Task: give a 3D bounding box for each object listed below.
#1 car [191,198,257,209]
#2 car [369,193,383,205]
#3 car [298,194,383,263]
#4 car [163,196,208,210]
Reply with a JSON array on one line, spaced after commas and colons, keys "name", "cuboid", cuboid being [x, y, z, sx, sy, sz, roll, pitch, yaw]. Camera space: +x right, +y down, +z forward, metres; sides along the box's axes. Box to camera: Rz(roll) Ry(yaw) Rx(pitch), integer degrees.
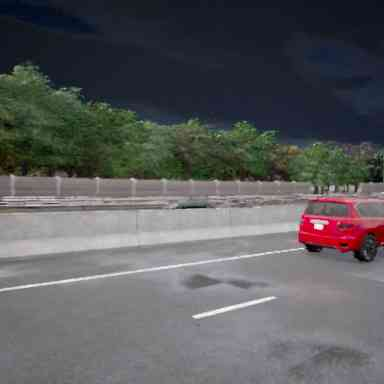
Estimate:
[{"name": "car", "cuboid": [2.652, 1.370, 22.625, 4.892, 1.490, 1.837, 1, 0, -34]}, {"name": "car", "cuboid": [28.660, 1.014, 49.347, 4.902, 1.511, 2.128, -1, 1, -35]}, {"name": "car", "cuboid": [6.302, 1.230, 12.295, 5.566, 2.045, 2.150, 0, 1, -35]}, {"name": "car", "cuboid": [-0.252, 1.115, 29.115, 4.553, 1.767, 2.097, 0, 1, -34]}]
